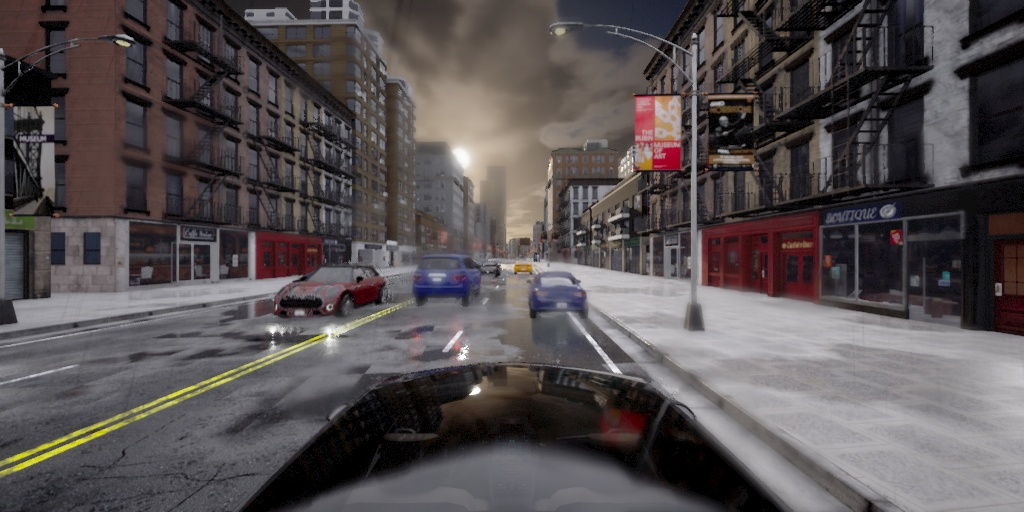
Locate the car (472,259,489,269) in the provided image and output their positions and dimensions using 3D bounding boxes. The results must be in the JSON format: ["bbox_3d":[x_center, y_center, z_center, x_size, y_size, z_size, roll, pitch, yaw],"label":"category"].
[{"bbox_3d":[-4.895,1.204,56.580,2.128,1.511,4.902,0,0,2],"label":"car"}]

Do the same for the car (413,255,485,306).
[{"bbox_3d":[-2.676,0.965,15.881,2.150,2.045,5.566,0,0,2],"label":"car"}]

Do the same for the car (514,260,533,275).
[{"bbox_3d":[1.239,1.204,39.273,1.882,1.535,5.008,0,0,2],"label":"car"}]

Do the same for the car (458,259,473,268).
[{"bbox_3d":[-7.979,1.215,61.625,1.837,1.490,4.892,0,-1,2],"label":"car"}]

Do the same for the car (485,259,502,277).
[{"bbox_3d":[-2.109,1.220,34.752,2.128,1.511,4.902,0,0,2],"label":"car"}]

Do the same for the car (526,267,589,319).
[{"bbox_3d":[1.520,1.271,12.729,1.812,1.442,4.674,0,0,2],"label":"car"}]

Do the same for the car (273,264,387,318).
[{"bbox_3d":[-6.218,1.097,12.848,2.097,1.767,4.553,0,0,2],"label":"car"}]

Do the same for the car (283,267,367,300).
[{"bbox_3d":[-9.305,1.305,18.294,1.994,1.385,4.181,0,0,2],"label":"car"}]
